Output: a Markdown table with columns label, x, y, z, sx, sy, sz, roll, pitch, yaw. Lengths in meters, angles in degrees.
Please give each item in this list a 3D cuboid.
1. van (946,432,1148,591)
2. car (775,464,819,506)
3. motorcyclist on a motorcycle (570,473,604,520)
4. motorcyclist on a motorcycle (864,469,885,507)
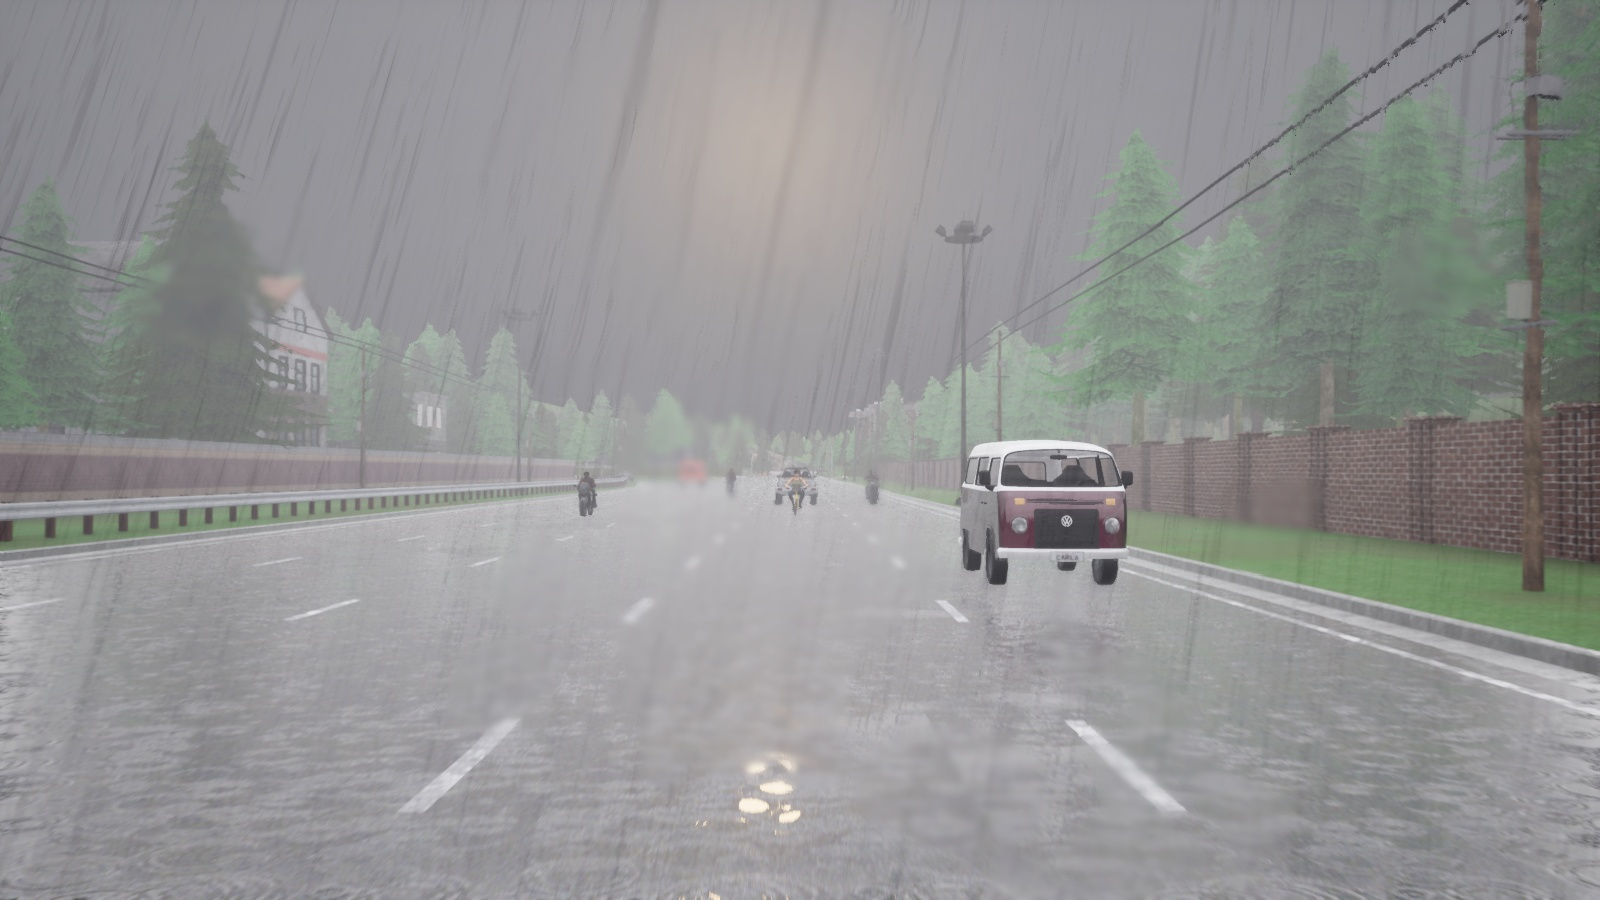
| label | x | y | z | sx | sy | sz | roll | pitch | yaw |
| --- | --- | --- | --- | --- | --- | --- | --- | --- | --- |
| van | 3.454 | 0.833 | 18.472 | 2.069 | 2.038 | 4.480 | 0 | -1 | 0 |
| car | -0.143 | 1.613 | 58.581 | 1.932 | 1.855 | 4.605 | 0 | -1 | 0 |
| motorcyclist on a motorcycle | -7.101 | 1.527 | 41.927 | 0.797 | 1.523 | 2.044 | 0 | -1 | 0 |
| motorcyclist on a motorcycle | 3.363 | 1.703 | 56.861 | 0.766 | 1.649 | 2.350 | 0 | -1 | 0 |
